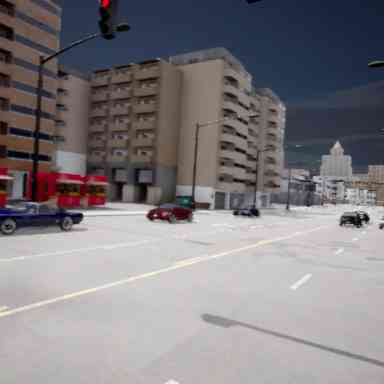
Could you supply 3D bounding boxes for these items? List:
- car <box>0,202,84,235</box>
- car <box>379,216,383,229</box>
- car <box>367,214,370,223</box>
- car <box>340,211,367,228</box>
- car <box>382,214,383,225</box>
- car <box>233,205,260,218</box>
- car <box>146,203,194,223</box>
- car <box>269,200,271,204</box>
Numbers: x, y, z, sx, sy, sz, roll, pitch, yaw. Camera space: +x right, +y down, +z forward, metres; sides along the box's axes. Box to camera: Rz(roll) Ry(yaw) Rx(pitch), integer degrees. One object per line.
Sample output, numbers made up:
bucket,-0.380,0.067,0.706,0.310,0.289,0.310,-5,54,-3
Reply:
car,-7.505,1.137,15.539,1.895,1.301,4.718,4,0,31
car,20.280,3.210,33.981,1.895,1.301,4.718,4,-1,32
car,22.926,3.377,45.100,2.128,1.511,4.902,4,0,32
car,16.817,2.880,35.016,1.837,1.490,4.892,4,0,32
car,26.221,3.669,43.766,1.994,1.385,4.181,4,-1,31
car,6.287,2.225,38.111,1.994,1.385,4.181,4,-1,32
car,-1.578,1.567,25.281,1.994,1.385,4.181,4,-1,31
car,20.175,2.627,90.362,1.970,1.475,3.806,4,2,32
